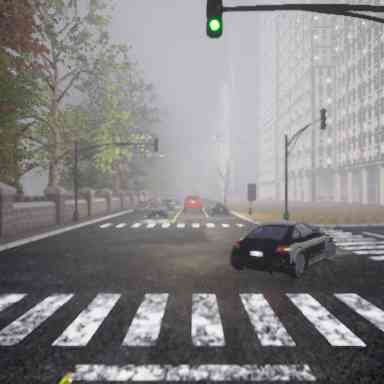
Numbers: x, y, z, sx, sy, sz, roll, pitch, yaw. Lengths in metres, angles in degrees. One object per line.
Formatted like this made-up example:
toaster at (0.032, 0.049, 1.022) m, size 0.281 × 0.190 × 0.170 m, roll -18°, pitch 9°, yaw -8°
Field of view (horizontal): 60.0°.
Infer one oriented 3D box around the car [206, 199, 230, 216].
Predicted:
car at (2.701, 1.675, 33.118) m, size 1.947 × 1.339 × 4.313 m, roll 0°, pitch 0°, yaw 0°

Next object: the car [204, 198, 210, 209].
car at (2.703, 1.695, 38.751) m, size 1.947 × 1.339 × 4.313 m, roll 0°, pitch 0°, yaw 0°

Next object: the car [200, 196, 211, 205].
car at (2.712, 1.681, 66.913) m, size 1.967 × 1.590 × 4.097 m, roll 0°, pitch 0°, yaw 0°

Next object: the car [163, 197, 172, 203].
car at (-5.666, 1.835, 78.179) m, size 1.887 × 1.381 × 4.507 m, roll 0°, pitch 0°, yaw 0°

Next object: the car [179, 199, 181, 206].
car at (-2.997, 1.817, 60.921) m, size 1.895 × 1.301 × 4.718 m, roll 0°, pitch 0°, yaw 0°

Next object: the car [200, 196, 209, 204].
car at (2.714, 1.706, 72.545) m, size 1.967 × 1.590 × 4.097 m, roll 0°, pitch 0°, yaw 0°

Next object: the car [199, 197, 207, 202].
car at (2.717, 1.866, 83.809) m, size 2.008 × 1.369 × 4.403 m, roll 0°, pitch 0°, yaw 0°

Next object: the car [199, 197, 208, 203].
car at (2.715, 1.841, 78.177) m, size 2.008 × 1.369 × 4.403 m, roll 0°, pitch 0°, yaw 0°

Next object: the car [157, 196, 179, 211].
car at (-3.071, 1.648, 42.386) m, size 1.837 × 1.490 × 4.892 m, roll 0°, pitch 0°, yaw 0°

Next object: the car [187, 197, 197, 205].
car at (0.062, 1.736, 64.424) m, size 1.837 × 1.490 × 4.892 m, roll 0°, pitch 0°, yaw 1°

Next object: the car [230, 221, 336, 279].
car at (2.942, 1.578, 10.363) m, size 1.994 × 1.385 × 4.181 m, roll -1°, pitch 0°, yaw 38°

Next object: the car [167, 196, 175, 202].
car at (-5.662, 1.886, 89.444) m, size 1.887 × 1.381 × 4.507 m, roll 0°, pitch 0°, yaw 0°

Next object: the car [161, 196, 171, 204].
car at (-5.666, 1.706, 72.547) m, size 1.967 × 1.590 × 4.097 m, roll 0°, pitch 0°, yaw 0°

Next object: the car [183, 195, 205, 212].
car at (0.114, 1.358, 40.769) m, size 2.150 × 2.045 × 5.566 m, roll 0°, pitch 0°, yaw 0°

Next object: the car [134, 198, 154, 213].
car at (-5.677, 1.711, 38.753) m, size 1.802 × 1.307 × 4.206 m, roll 0°, pitch 0°, yaw 0°

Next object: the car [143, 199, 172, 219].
car at (-3.109, 1.649, 31.023) m, size 2.033 × 1.411 × 5.357 m, roll 0°, pitch 0°, yaw -4°

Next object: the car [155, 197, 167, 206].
car at (-5.670, 1.742, 61.113) m, size 1.752 × 1.417 × 4.829 m, roll 0°, pitch 0°, yaw 0°

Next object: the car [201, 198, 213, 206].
car at (2.711, 1.762, 61.281) m, size 1.887 × 1.381 × 4.507 m, roll 0°, pitch 0°, yaw 0°
